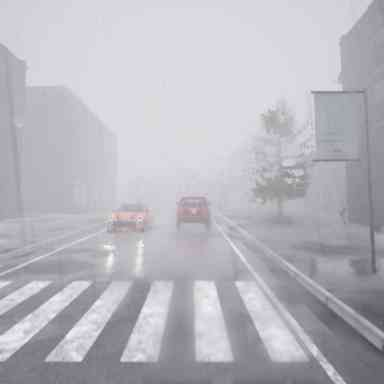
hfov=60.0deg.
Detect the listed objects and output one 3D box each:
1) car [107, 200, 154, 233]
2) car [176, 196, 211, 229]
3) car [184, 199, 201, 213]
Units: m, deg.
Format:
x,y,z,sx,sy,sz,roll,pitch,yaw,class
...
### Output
x,y,z,sx,sy,sz,roll,pitch,yaw,class
-3.549,1.396,19.781,2.097,1.767,4.553,0,0,1,car
0.096,1.272,22.340,2.150,2.045,5.566,0,0,0,car
0.089,1.587,39.724,1.882,1.535,5.008,0,-1,0,car
